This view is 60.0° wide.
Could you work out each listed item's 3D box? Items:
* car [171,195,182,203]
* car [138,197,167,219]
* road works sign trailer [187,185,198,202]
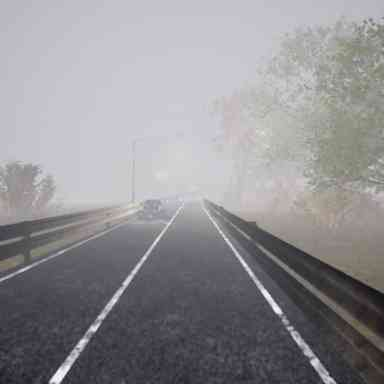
[{"bbox_3d":[-3.178,1.368,69.850,2.097,1.767,4.553,0,0,0],"label":"car"},{"bbox_3d":[-3.331,1.359,28.861,2.097,1.767,4.553,0,0,0],"label":"car"},{"bbox_3d":[0.108,0.336,70.081,2.380,3.560,2.880,1,-1,0],"label":"road works sign trailer"}]
